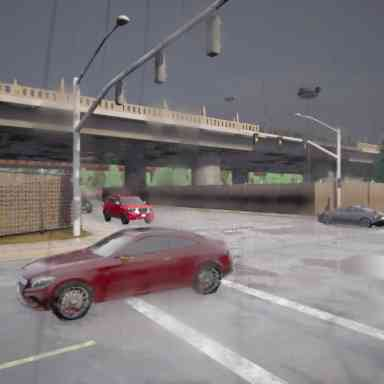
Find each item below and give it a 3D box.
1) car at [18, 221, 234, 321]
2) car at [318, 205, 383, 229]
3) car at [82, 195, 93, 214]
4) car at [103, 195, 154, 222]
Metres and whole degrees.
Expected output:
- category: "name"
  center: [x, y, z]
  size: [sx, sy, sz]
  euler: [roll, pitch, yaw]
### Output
- category: "car"
  center: [-1.209, 1.530, 7.337]
  size: [4.674, 1.442, 1.812]
  euler: [0, 0, -31]
- category: "car"
  center: [10.558, 1.581, 22.046]
  size: [1.994, 1.385, 4.181]
  euler: [0, 0, -36]
- category: "car"
  center: [-12.597, 1.275, 36.016]
  size: [2.150, 2.045, 5.566]
  euler: [0, 0, -36]
- category: "car"
  center: [-4.981, 1.276, 25.374]
  size: [2.150, 2.045, 5.566]
  euler: [0, 0, -36]
